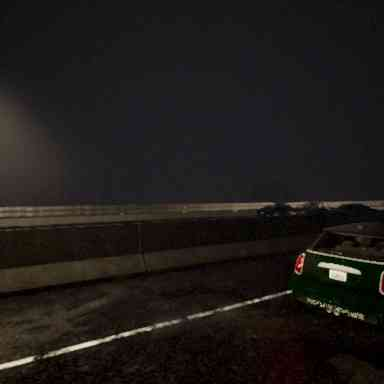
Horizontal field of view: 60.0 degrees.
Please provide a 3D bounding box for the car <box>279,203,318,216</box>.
[{"bbox_3d":[10.077,1.653,28.164,4.902,1.511,2.128,1,0,-35],"label":"car"}]

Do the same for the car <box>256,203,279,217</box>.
[{"bbox_3d":[7.928,1.724,30.932,4.181,1.385,1.994,1,0,-35],"label":"car"}]

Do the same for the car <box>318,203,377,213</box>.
[{"bbox_3d":[12.110,1.640,25.316,5.008,1.535,1.882,1,0,-35],"label":"car"}]

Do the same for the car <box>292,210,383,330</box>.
[{"bbox_3d":[4.114,1.396,6.658,4.553,1.767,2.097,0,0,-35],"label":"car"}]
